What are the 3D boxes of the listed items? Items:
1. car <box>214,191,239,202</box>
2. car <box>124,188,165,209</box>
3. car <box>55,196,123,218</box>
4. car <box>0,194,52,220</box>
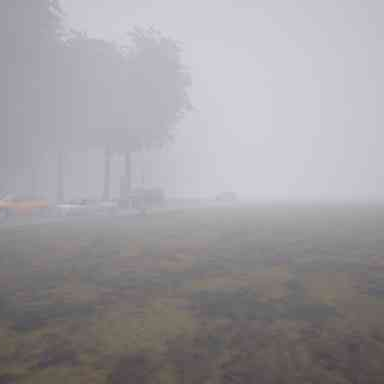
[{"bbox_3d":[5.150,0.636,48.803,1.837,1.490,4.892,1,1,36],"label":"car"},{"bbox_3d":[-5.166,0.617,34.528,2.150,2.045,5.566,1,2,36],"label":"car"},{"bbox_3d":[-7.951,1.196,25.807,1.895,1.301,4.718,1,2,37],"label":"car"},{"bbox_3d":[-12.665,0.974,24.117,2.097,1.767,4.553,1,2,36],"label":"car"}]
